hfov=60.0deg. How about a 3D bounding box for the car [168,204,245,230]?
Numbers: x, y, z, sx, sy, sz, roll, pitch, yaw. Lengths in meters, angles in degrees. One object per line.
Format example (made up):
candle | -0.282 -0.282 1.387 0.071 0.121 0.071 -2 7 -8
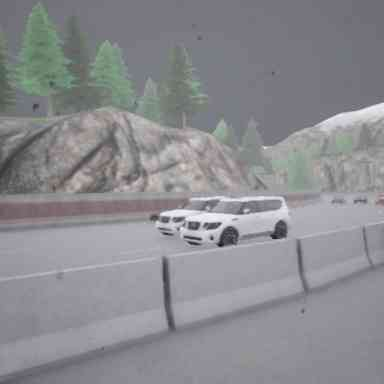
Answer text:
car | 1.094 1.612 22.836 5.357 1.411 2.033 -1 0 -41

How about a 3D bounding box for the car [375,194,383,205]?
car | 28.209 1.010 48.790 2.097 1.767 4.553 -1 0 34

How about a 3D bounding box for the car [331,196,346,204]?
car | 24.959 1.344 56.709 1.895 1.301 4.718 -1 0 32

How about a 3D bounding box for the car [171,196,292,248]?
car | 2.109 1.237 14.552 5.566 2.045 2.150 -1 0 -40

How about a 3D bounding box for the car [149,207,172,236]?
car | 0.734 1.272 17.954 5.566 2.045 2.150 -1 0 -40

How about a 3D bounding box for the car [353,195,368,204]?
car | 27.633 1.162 54.376 1.882 1.535 5.008 -1 0 32

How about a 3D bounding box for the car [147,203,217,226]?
car | -0.698 1.655 25.911 5.357 1.411 2.033 -1 0 -41
